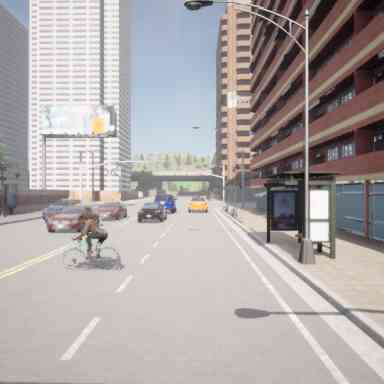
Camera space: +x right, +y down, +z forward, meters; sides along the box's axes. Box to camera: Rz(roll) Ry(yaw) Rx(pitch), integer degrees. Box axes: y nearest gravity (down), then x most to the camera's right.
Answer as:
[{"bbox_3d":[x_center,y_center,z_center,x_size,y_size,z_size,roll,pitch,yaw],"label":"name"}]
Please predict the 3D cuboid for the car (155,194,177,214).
[{"bbox_3d":[-2.851,1.221,35.534,2.150,2.045,5.566,0,0,1],"label":"car"}]

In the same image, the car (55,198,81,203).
[{"bbox_3d":[-10.175,1.352,26.808,2.097,1.767,4.553,0,0,1],"label":"car"}]

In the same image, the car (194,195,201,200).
[{"bbox_3d":[1.437,1.524,90.928,1.812,1.442,4.674,0,0,1],"label":"car"}]

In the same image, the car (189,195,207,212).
[{"bbox_3d":[0.692,1.353,38.484,2.097,1.767,4.553,0,0,1],"label":"car"}]

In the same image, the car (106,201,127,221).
[{"bbox_3d":[-6.584,1.526,27.512,1.812,1.442,4.674,0,0,1],"label":"car"}]

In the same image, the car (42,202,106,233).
[{"bbox_3d":[-6.809,1.525,19.619,1.812,1.442,4.674,0,0,1],"label":"car"}]

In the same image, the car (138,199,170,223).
[{"bbox_3d":[-3.014,1.526,25.701,1.812,1.442,4.674,0,0,1],"label":"car"}]

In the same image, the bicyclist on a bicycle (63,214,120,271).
[{"bbox_3d":[-2.879,1.455,9.450,1.656,1.620,0.582,-2,0,1],"label":"bicyclist on a bicycle"}]
